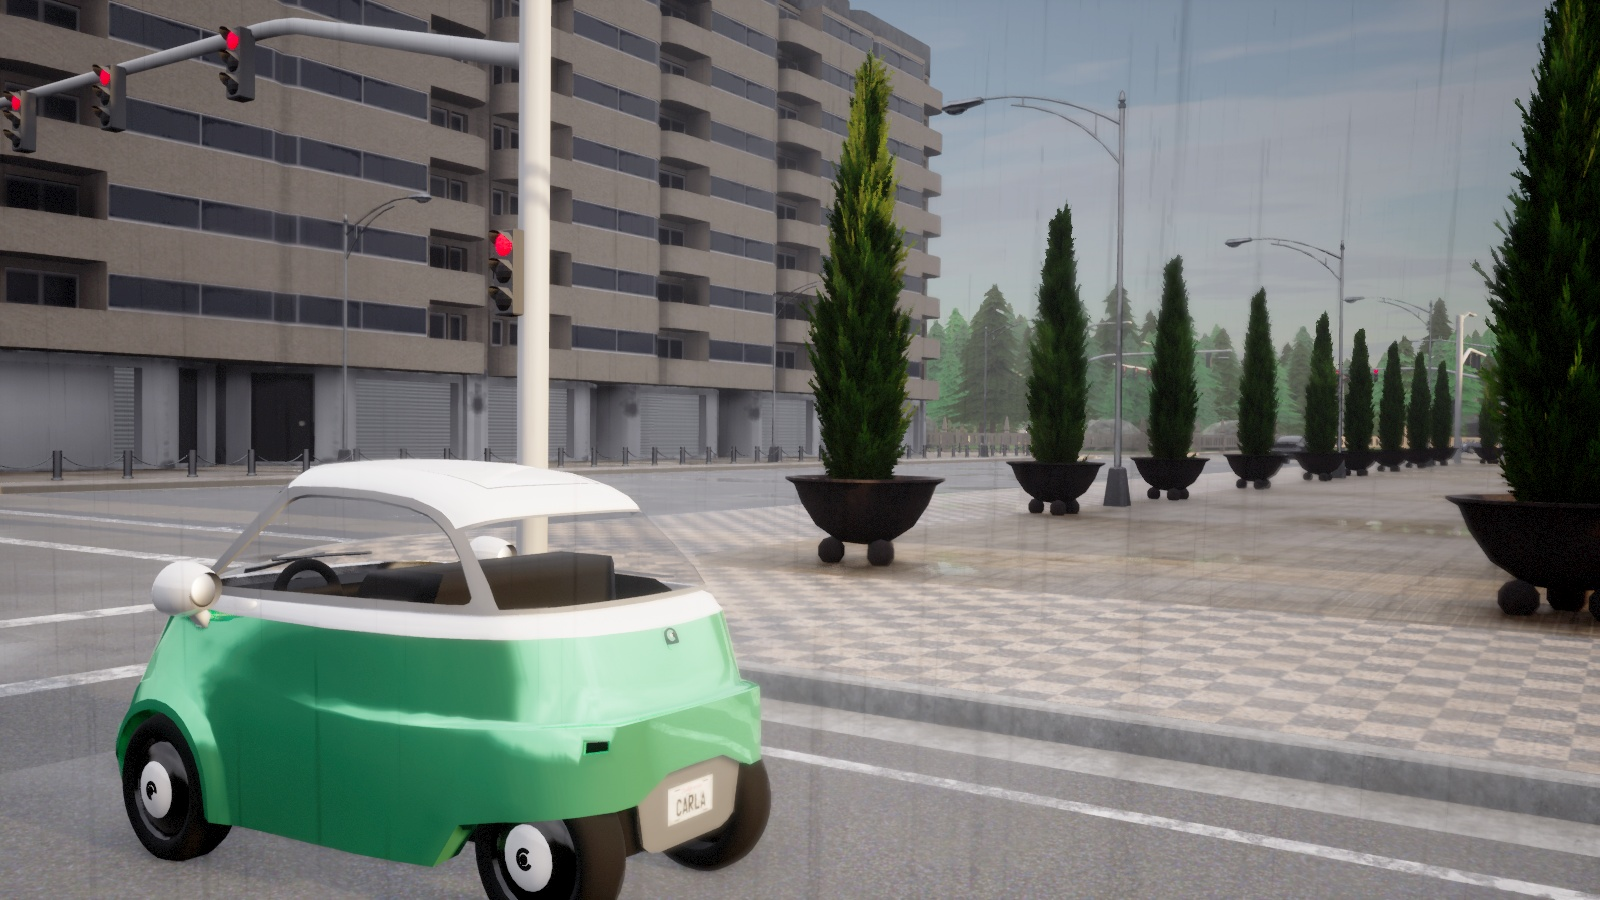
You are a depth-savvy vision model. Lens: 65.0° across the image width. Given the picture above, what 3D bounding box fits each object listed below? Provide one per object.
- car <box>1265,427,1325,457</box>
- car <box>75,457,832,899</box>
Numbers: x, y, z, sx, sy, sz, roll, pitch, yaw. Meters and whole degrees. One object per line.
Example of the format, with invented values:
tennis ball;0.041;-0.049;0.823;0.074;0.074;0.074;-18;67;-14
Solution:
car;25.735;-0.442;65.164;1.837;1.490;4.892;0;1;34
car;-1.218;0.737;4.433;2.207;1.376;1.481;0;1;34
